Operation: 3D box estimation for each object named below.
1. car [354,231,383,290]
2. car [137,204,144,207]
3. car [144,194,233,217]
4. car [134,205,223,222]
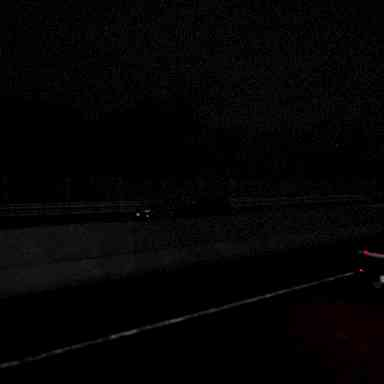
[{"bbox_3d":[5.746,1.461,7.774,4.902,1.511,2.128,0,0,-35],"label":"car"},{"bbox_3d":[-1.435,1.158,24.349,5.566,2.045,2.150,-1,0,-35],"label":"car"},{"bbox_3d":[0.121,1.164,21.168,5.566,2.045,2.150,-1,0,-35],"label":"car"},{"bbox_3d":[-0.865,1.531,16.205,4.181,1.385,1.994,0,0,-35],"label":"car"}]
